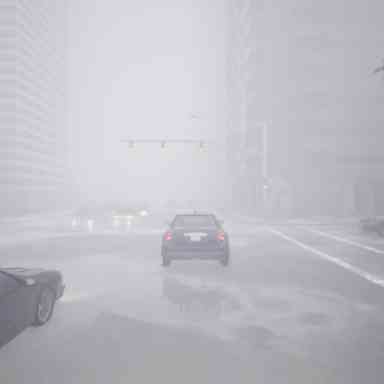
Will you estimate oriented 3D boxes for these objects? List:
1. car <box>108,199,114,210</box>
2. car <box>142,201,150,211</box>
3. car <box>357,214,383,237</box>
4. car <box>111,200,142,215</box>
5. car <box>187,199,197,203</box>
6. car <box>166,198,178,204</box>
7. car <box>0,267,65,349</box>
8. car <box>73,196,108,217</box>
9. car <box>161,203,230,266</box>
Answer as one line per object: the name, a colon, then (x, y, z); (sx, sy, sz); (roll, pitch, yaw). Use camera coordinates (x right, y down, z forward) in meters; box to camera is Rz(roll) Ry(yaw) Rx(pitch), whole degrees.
car: (-10.565, 1.781, 44.247); (1.837, 1.490, 4.892); (0, 0, 0)
car: (-7.059, 1.891, 46.529); (1.895, 1.301, 4.718); (0, 0, 0)
car: (11.660, 1.640, 18.368); (4.674, 1.442, 1.812); (0, 0, 1)
car: (-7.086, 1.792, 36.569); (1.994, 1.385, 4.181); (0, 0, 0)
car: (0.017, 1.930, 58.805); (1.994, 1.385, 4.181); (0, 0, 0)
car: (-3.457, 1.835, 57.444); (1.882, 1.535, 5.008); (0, 0, 0)
car: (-3.403, 1.574, 4.062); (2.033, 1.411, 5.357); (0, 0, 0)
car: (-10.589, 1.567, 34.303); (2.097, 1.767, 4.553); (0, 0, 0)
car: (0.103, 1.427, 12.031); (2.097, 1.767, 4.553); (0, 0, 0)
